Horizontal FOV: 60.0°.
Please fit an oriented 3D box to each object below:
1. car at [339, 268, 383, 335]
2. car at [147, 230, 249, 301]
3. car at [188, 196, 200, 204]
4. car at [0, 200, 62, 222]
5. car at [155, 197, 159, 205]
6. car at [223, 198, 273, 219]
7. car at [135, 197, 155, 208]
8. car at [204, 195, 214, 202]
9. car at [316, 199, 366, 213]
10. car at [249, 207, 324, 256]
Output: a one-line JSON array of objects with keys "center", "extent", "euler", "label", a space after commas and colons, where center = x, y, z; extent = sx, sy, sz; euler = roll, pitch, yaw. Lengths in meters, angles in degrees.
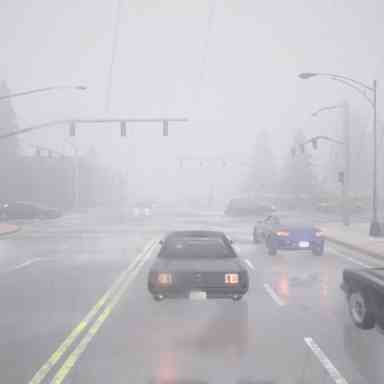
[{"center": [3.615, 1.601, 3.968], "extent": [1.895, 1.301, 4.718], "euler": [0, 0, 0], "label": "car"}, {"center": [0.103, 1.601, 8.281], "extent": [1.895, 1.301, 4.718], "euler": [0, 0, 0], "label": "car"}, {"center": [0.395, 1.505, 61.611], "extent": [1.837, 1.490, 4.892], "euler": [0, 0, 0], "label": "car"}, {"center": [-12.669, 1.505, 25.924], "extent": [4.892, 1.490, 1.837], "euler": [0, 0, 0], "label": "car"}, {"center": [-6.815, 1.564, 57.395], "extent": [1.994, 1.385, 4.181], "euler": [0, 0, 0], "label": "car"}, {"center": [5.026, 1.352, 28.983], "extent": [4.553, 1.767, 2.097], "euler": [0, 0, 1], "label": "car"}, {"center": [-6.872, 1.526, 47.371], "extent": [1.812, 1.442, 4.674], "euler": [0, 0, 0], "label": "car"}, {"center": [3.864, 1.355, 74.956], "extent": [2.097, 1.767, 4.553], "euler": [0, 0, 0], "label": "car"}, {"center": [16.095, 1.478, 36.046], "extent": [5.008, 1.535, 1.882], "euler": [0, 0, 0], "label": "car"}, {"center": [3.643, 1.526, 13.071], "extent": [1.812, 1.442, 4.674], "euler": [0, 0, 0], "label": "car"}]
